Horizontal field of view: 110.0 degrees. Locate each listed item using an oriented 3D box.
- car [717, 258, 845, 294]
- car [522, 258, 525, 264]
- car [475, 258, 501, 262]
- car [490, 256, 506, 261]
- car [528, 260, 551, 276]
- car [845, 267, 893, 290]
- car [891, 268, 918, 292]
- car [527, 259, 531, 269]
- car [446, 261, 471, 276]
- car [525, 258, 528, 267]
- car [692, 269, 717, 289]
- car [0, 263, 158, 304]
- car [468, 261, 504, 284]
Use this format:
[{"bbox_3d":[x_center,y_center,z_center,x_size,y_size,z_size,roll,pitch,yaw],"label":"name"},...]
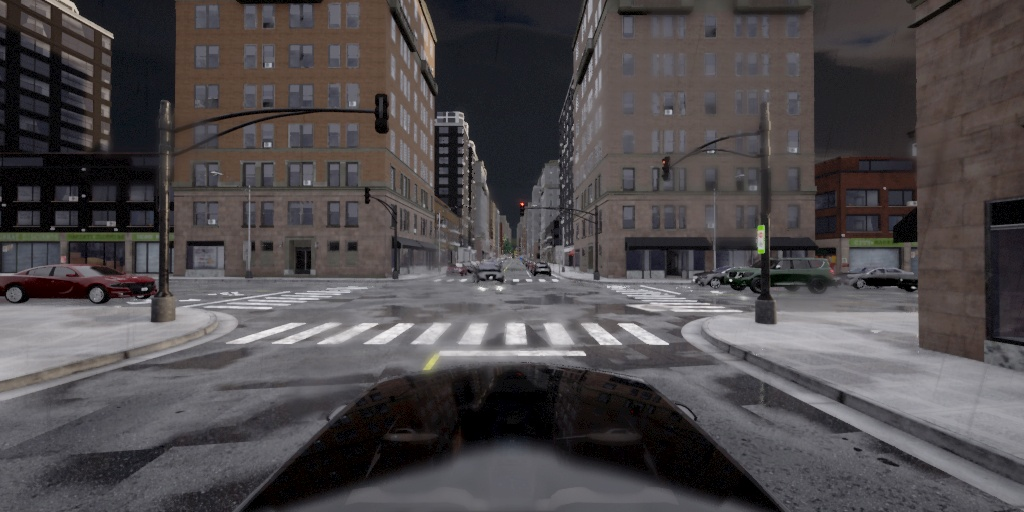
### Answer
[{"bbox_3d":[15.615,1.105,21.045,5.566,2.045,2.150,0,-1,0],"label":"car"},{"bbox_3d":[3.306,1.315,63.918,1.948,1.339,4.313,0,0,1],"label":"car"},{"bbox_3d":[-2.741,1.300,41.014,2.033,1.411,5.357,0,0,1],"label":"car"},{"bbox_3d":[-2.527,1.243,57.469,2.128,1.511,4.902,0,0,1],"label":"car"},{"bbox_3d":[2.967,1.318,36.266,1.948,1.339,4.313,0,0,1],"label":"car"},{"bbox_3d":[24.230,1.463,24.235,4.902,1.511,2.128,0,-1,0],"label":"car"},{"bbox_3d":[25.717,1.550,20.979,4.718,1.301,1.895,0,-1,0],"label":"car"},{"bbox_3d":[3.035,1.297,41.796,1.888,1.381,4.507,0,0,1],"label":"car"},{"bbox_3d":[-5.559,1.336,36.367,1.802,1.307,4.207,0,0,1],"label":"car"},{"bbox_3d":[3.102,1.302,47.327,2.007,1.370,4.403,0,0,1],"label":"car"},{"bbox_3d":[14.826,1.401,24.292,4.902,1.511,2.128,0,-1,2],"label":"car"},{"bbox_3d":[-17.440,1.062,14.552,5.008,1.535,1.882,0,-1,-1],"label":"car"},{"bbox_3d":[-1.882,1.319,26.816,1.994,1.385,4.181,0,0,-12],"label":"car"}]
